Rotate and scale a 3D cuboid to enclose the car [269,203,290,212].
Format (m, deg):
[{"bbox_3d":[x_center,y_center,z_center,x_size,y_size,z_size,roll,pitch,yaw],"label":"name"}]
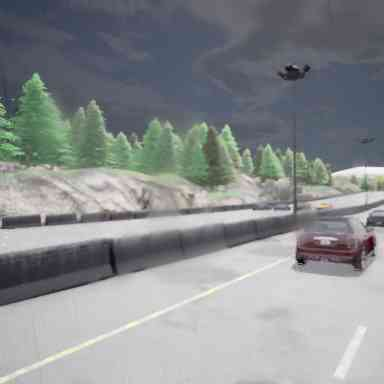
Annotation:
[{"bbox_3d":[15.607,2.633,57.614,1.994,1.385,4.181,-1,-1,35],"label":"car"}]

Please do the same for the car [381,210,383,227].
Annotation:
[{"bbox_3d":[14.566,2.071,25.397,1.812,1.442,4.674,-1,-1,35],"label":"car"}]

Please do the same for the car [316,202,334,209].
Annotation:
[{"bbox_3d":[21.542,2.402,53.904,1.882,1.535,5.008,-1,-1,35],"label":"car"}]

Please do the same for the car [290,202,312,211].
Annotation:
[{"bbox_3d":[18.607,2.475,55.811,1.882,1.535,5.008,-1,-1,35],"label":"car"}]

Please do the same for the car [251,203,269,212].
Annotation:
[{"bbox_3d":[12.504,2.689,59.258,2.033,1.411,5.357,-1,-1,36],"label":"car"}]

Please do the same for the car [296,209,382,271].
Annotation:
[{"bbox_3d":[5.554,1.682,12.514,2.097,1.767,4.553,-1,-2,35],"label":"car"}]
